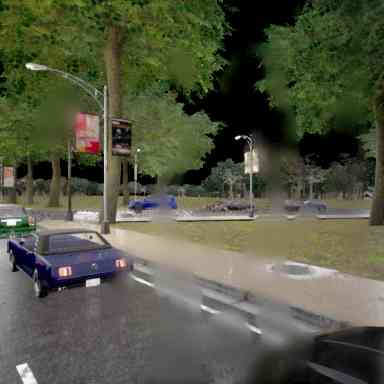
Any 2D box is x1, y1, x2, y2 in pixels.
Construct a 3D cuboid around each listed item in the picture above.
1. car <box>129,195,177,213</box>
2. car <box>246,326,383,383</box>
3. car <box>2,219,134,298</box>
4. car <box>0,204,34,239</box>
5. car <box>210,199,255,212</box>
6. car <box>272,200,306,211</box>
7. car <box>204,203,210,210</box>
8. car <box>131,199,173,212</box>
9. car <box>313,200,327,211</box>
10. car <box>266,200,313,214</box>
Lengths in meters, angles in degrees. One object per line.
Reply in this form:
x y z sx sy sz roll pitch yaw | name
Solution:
-4.446 1.352 38.186 5.566 2.045 2.150 0 0 -15 | car
2.368 1.478 1.232 1.882 1.535 5.008 0 0 -38 | car
-3.428 1.601 8.687 1.895 1.301 4.718 0 0 -38 | car
-8.941 1.352 15.787 2.097 1.767 4.553 0 0 -38 | car
5.235 1.678 40.696 4.902 1.511 2.128 0 0 -14 | car
13.443 1.806 46.178 4.181 1.385 1.994 0 0 -15 | car
3.867 1.708 43.696 4.674 1.442 1.812 0 0 -15 | car
-4.971 1.623 41.405 4.902 1.511 2.128 0 0 -14 | car
15.230 1.775 43.283 4.674 1.442 1.812 0 0 -14 | car
11.029 1.709 38.636 4.902 1.511 2.128 0 0 -15 | car
